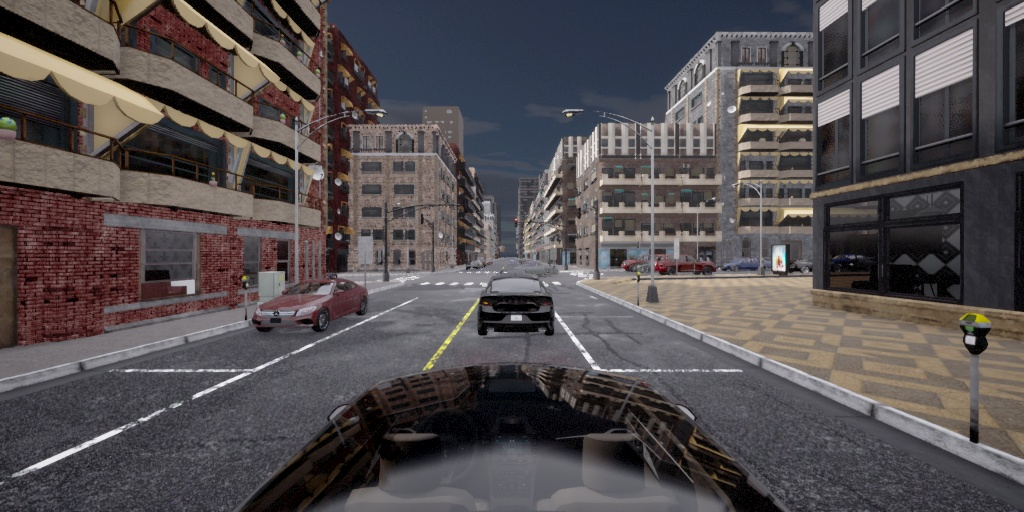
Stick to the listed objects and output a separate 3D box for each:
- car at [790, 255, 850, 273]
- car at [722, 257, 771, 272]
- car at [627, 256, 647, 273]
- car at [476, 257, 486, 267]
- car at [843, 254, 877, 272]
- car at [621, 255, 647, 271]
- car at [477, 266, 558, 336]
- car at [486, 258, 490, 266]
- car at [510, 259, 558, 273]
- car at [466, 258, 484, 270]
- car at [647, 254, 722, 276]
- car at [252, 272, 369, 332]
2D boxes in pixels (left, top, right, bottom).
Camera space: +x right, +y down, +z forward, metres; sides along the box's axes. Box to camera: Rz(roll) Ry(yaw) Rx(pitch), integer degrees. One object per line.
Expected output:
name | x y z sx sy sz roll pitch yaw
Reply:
car | 25.803 0.822 30.881 4.313 1.339 1.948 0 0 0
car | 23.841 0.829 36.654 5.357 1.411 2.033 -1 0 -1
car | 14.446 1.021 36.572 4.181 1.385 1.994 -1 0 -1
car | -5.690 1.293 58.342 1.751 1.417 4.829 0 0 0
car | 31.351 0.717 30.930 4.313 1.339 1.948 0 0 0
car | 14.575 0.764 39.164 5.009 1.841 2.192 0 0 0
car | 0.099 1.227 10.465 1.882 1.535 5.008 0 0 0
car | -5.689 1.086 64.194 2.192 1.841 5.009 0 0 0
car | 2.185 1.254 33.266 4.181 1.385 1.994 -1 0 0
car | -5.689 1.330 52.829 1.948 1.339 4.313 0 0 0
car | 14.710 0.778 30.785 5.009 1.841 2.192 0 0 0
car | -5.742 1.332 10.806 1.802 1.307 4.207 0 0 0
